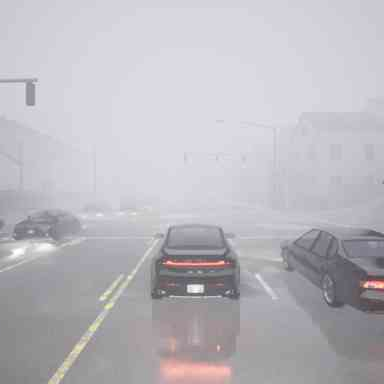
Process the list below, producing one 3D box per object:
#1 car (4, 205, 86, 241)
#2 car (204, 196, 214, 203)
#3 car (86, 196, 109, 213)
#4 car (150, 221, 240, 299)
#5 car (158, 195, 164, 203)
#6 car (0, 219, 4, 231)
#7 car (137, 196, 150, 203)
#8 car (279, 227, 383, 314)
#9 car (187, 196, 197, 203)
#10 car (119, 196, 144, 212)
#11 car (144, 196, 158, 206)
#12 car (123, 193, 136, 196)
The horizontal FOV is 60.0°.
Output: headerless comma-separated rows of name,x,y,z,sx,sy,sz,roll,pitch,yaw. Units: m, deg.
car,-7.095,1.564,16.625,1.994,1.385,4.181,0,0,0
car,3.517,1.545,69.213,2.033,1.411,5.357,0,0,0
car,-10.591,1.525,36.982,1.812,1.442,4.674,0,0,0
car,0.078,1.505,8.448,1.837,1.490,4.892,0,0,0
car,-6.981,1.502,69.275,1.837,1.490,4.892,0,0,0
car,-10.596,1.601,14.947,1.895,1.301,4.718,0,0,0
car,-10.481,1.539,71.961,2.033,1.411,5.357,0,0,0
car,3.577,1.547,7.871,2.033,1.411,5.357,0,0,0
car,0.019,1.547,69.214,2.033,1.411,5.357,0,0,0
car,-7.090,1.505,38.088,1.837,1.490,4.892,0,0,0
car,-7.077,1.477,53.094,1.882,1.535,5.008,0,0,0
car,-10.572,1.221,56.090,2.150,2.045,5.566,0,0,0
